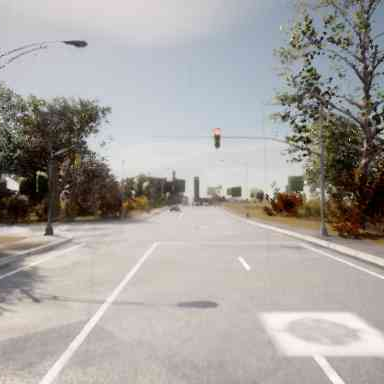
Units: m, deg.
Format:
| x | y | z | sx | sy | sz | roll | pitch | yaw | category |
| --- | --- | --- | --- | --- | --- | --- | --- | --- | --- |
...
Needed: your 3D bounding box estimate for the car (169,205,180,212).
| x | y | z | sx | sy | sz | roll | pitch | yaw | category |
| --- | --- | --- | --- | --- | --- | --- | --- | --- | --- |
| -3.401 | 3.294 | 66.713 | 1.994 | 1.385 | 4.181 | 0 | 0 | 1 | car |
